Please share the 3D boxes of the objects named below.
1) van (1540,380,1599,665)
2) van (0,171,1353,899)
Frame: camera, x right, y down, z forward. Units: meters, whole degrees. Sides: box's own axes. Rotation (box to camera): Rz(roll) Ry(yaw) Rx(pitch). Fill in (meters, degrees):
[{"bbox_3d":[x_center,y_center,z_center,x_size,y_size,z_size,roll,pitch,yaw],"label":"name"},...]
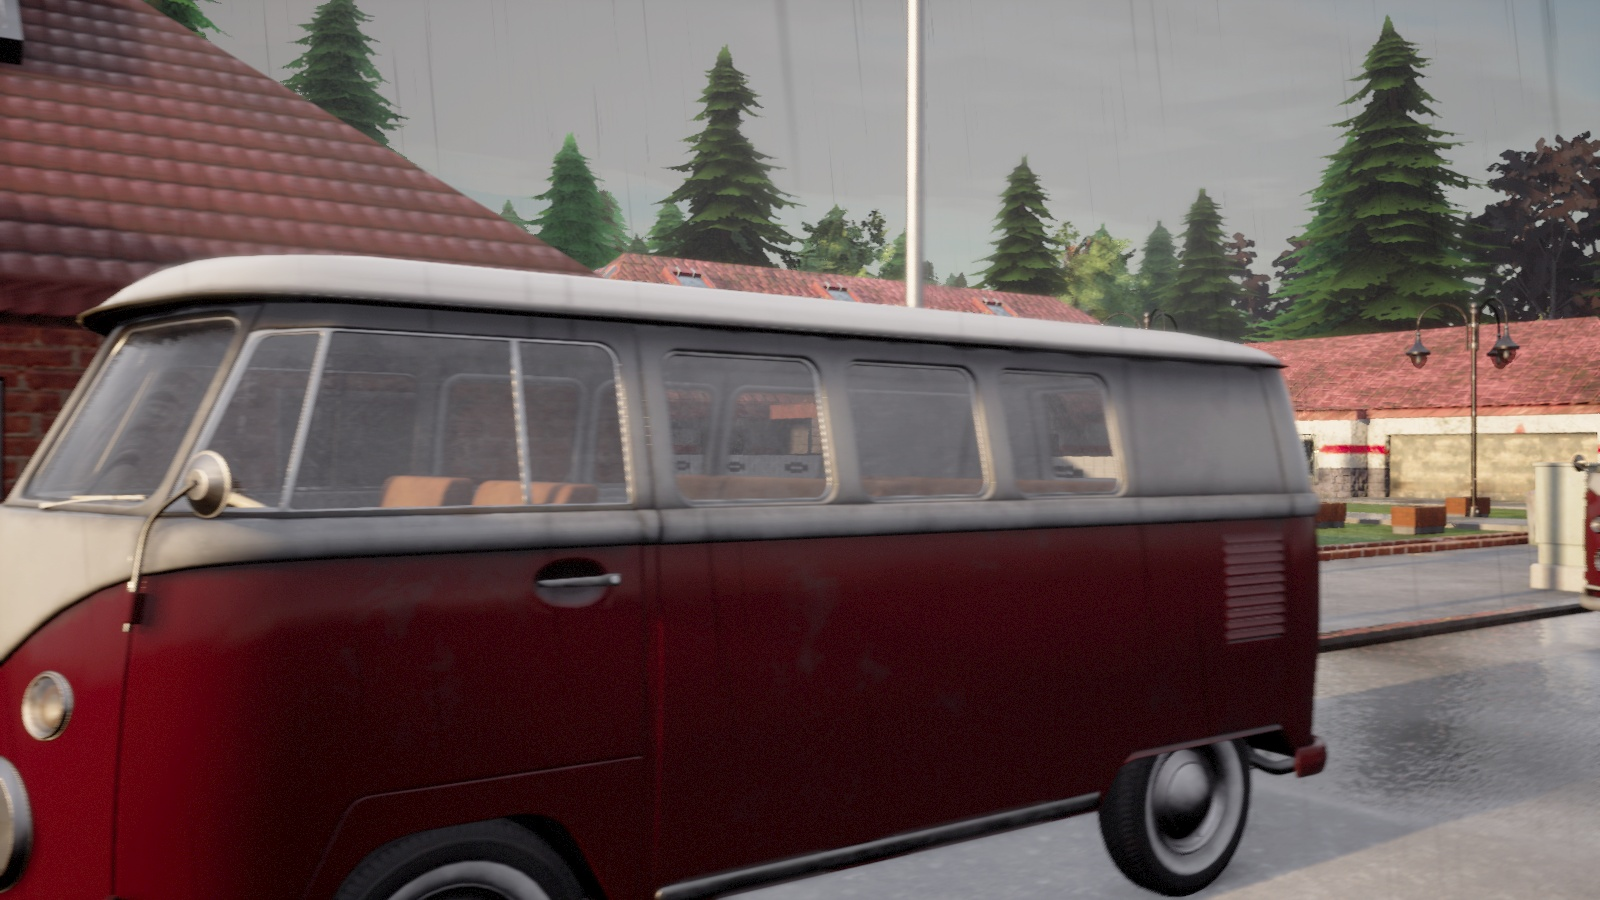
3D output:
[{"bbox_3d":[7.679,0.506,9.614,4.442,1.987,1.775,0,0,-35],"label":"van"},{"bbox_3d":[-0.306,0.509,4.056,4.442,1.987,1.775,0,0,-35],"label":"van"}]
